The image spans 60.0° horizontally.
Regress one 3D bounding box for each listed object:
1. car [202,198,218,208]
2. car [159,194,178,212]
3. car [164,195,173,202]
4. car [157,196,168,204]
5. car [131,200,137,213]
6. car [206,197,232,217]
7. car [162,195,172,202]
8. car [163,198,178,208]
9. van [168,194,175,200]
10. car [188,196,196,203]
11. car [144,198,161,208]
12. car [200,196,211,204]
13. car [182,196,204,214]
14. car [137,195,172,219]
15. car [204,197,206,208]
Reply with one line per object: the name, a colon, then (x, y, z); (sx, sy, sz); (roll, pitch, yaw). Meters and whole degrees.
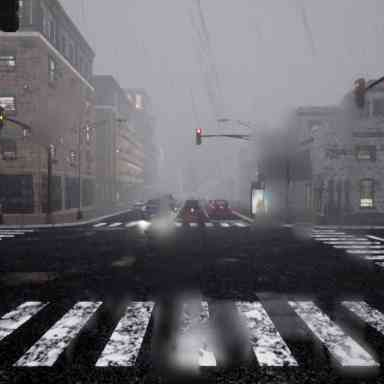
car: (2.616, 1.571, 48.892); (2.008, 1.369, 4.403); (0, 0, 0)
car: (-3.153, 1.233, 39.559); (2.150, 2.045, 5.566); (0, 0, -1)
car: (-5.813, 1.592, 82.876); (1.752, 1.417, 4.829); (-1, 0, 0)
car: (-5.789, 1.565, 65.787); (1.752, 1.417, 4.829); (0, 0, 0)
car: (-5.748, 1.561, 37.473); (2.008, 1.369, 4.403); (0, 0, 0)
car: (2.639, 1.446, 31.801); (1.967, 1.590, 4.097); (0, 0, 0)
car: (-5.807, 1.497, 77.349); (1.967, 1.590, 4.097); (0, 0, 0)
car: (-3.165, 1.586, 49.940); (1.994, 1.385, 4.181); (0, 0, 0)
van: (-5.832, 1.430, 94.440); (1.690, 1.788, 3.998); (-1, 0, 0)
car: (-0.020, 1.572, 70.761); (1.812, 1.442, 4.674); (0, 0, 0)
car: (-5.764, 1.571, 48.867); (2.008, 1.369, 4.403); (0, 0, 0)
car: (2.592, 1.591, 65.981); (2.008, 1.369, 4.403); (-1, 0, 0)
car: (0.037, 1.514, 35.499); (1.837, 1.490, 4.892); (0, 0, 0)
car: (-3.139, 1.356, 28.928); (2.097, 1.767, 4.553); (0, 0, 0)
car: (2.624, 1.597, 43.194); (1.802, 1.307, 4.206); (0, 0, 0)
